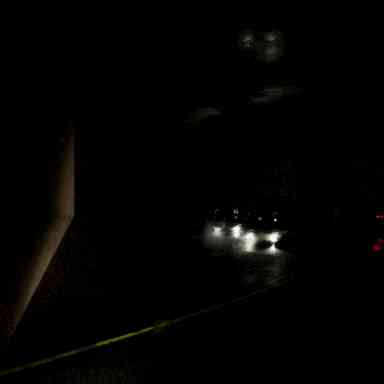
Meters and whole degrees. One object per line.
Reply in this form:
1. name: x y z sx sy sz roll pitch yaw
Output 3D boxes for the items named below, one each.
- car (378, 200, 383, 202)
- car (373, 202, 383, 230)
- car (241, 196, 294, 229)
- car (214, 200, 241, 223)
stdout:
1. car: 20.608 1.629 35.651 1.812 1.442 4.674 0 0 29
2. car: 12.454 1.586 20.788 1.812 1.442 4.674 0 0 30
3. car: 5.536 1.294 23.010 2.150 2.045 5.566 0 0 29
4. car: 3.481 1.438 26.530 2.097 1.767 4.553 0 0 29
